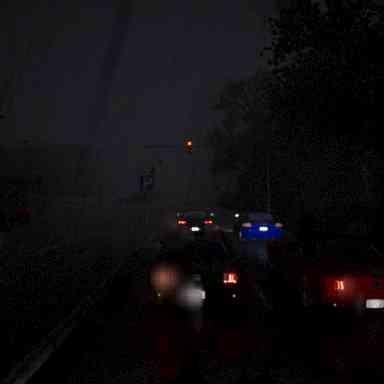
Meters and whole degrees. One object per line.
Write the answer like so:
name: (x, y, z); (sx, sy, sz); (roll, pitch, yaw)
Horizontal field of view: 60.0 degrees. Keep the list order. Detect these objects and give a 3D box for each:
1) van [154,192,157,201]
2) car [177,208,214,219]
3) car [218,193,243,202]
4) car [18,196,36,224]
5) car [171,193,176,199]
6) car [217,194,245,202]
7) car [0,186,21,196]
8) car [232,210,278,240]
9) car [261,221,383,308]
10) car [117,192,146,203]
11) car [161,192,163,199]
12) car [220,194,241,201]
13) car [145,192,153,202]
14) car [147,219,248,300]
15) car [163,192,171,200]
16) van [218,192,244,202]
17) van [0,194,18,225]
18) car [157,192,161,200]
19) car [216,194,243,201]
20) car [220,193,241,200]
van: (-10.237, 1.074, 70.340); (4.442, 1.987, 1.878); (-1, 0, -14)
car: (0.172, 1.547, 17.452); (1.812, 1.442, 4.674); (0, 0, 1)
car: (7.670, 1.123, 66.919); (4.553, 1.767, 2.185); (1, 0, -14)
car: (-13.626, 1.397, 23.549); (4.553, 1.767, 2.185); (-1, 0, -19)
car: (-7.998, 1.041, 88.296); (5.566, 2.045, 2.435); (-1, 0, -12)
car: (8.206, 1.245, 69.912); (5.366, 1.575, 1.946); (1, 0, -13)
car: (-28.163, 0.122, 52.224); (2.002, 1.452, 4.674); (6, -3, -19)
car: (3.164, 1.584, 16.607); (1.994, 1.385, 4.181); (0, 0, 1)
car: (3.120, 1.609, 7.859); (1.895, 1.301, 4.718); (0, 0, 0)
car: (-11.441, 1.341, 61.356); (4.792, 1.488, 2.163); (-1, 0, -15)
car: (-9.636, 1.339, 76.306); (4.674, 1.452, 2.002); (-1, 0, -13)
car: (9.095, 1.276, 78.689); (4.674, 1.452, 2.002); (1, 0, -12)
car: (-10.797, 1.298, 64.348); (5.366, 1.575, 1.946); (-1, 0, -15)
car: (0.110, 1.610, 8.349); (1.895, 1.301, 4.718); (0, 0, 0)
car: (-8.449, 1.334, 85.290); (4.674, 1.452, 2.002); (-1, 0, -12)
van: (7.286, 1.025, 63.949); (4.442, 1.987, 1.878); (1, 0, -14)
van: (-13.602, 1.291, 20.572); (4.442, 1.987, 1.878); (-1, 0, -19)
car: (-10.009, 1.302, 73.311); (4.892, 1.521, 2.231); (-1, 0, -14)
car: (8.188, 1.238, 72.764); (5.366, 1.575, 1.946); (1, 0, -13)
car: (9.462, 1.107, 81.618); (4.553, 1.767, 2.185); (1, 0, -12)
